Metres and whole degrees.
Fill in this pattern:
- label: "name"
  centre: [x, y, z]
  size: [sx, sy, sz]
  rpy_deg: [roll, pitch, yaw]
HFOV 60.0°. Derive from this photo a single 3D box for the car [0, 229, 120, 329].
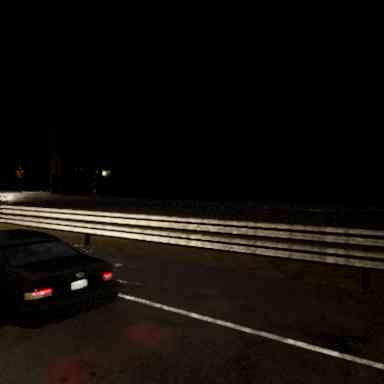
- label: "car"
  centre: [-3.834, 1.495, 6.729]
  size: [5.357, 1.411, 2.033]
  rpy_deg: [1, 0, 35]
